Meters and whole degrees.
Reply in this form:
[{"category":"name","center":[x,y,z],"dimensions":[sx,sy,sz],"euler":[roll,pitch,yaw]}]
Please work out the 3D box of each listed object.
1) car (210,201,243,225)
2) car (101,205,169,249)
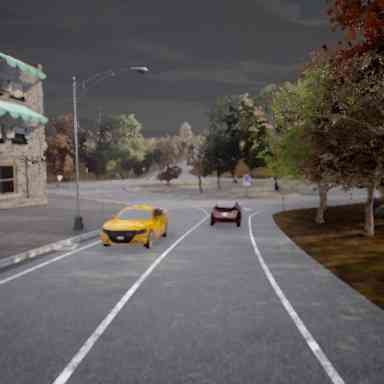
[{"category":"car","center":[2.393,1.336,22.718],"dimensions":[2.163,1.488,4.792],"euler":[1,2,9]},{"category":"car","center":[-2.253,1.352,14.323],"dimensions":[1.882,1.535,5.008],"euler":[1,0,7]}]
